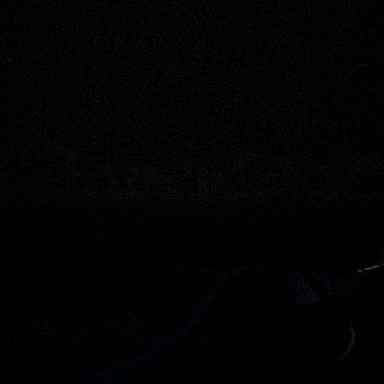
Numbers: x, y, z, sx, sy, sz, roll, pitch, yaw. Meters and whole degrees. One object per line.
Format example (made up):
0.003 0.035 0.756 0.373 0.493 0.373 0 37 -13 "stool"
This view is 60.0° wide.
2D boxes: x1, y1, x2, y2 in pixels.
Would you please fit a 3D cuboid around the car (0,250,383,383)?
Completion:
0.364 1.543 4.252 5.357 1.411 2.033 0 0 -36 "car"
